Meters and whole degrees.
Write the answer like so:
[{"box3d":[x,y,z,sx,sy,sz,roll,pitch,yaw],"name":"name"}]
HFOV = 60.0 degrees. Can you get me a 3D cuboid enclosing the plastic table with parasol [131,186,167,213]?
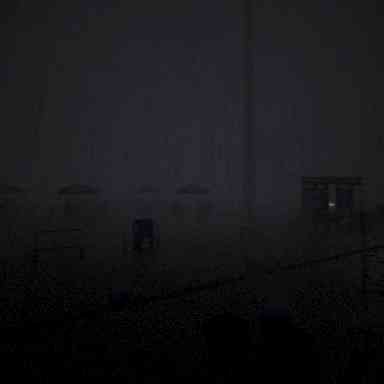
[{"box3d":[-4.053,0.656,31.469,2.482,2.480,2.482,0,1,-37],"name":"plastic table with parasol"}]
